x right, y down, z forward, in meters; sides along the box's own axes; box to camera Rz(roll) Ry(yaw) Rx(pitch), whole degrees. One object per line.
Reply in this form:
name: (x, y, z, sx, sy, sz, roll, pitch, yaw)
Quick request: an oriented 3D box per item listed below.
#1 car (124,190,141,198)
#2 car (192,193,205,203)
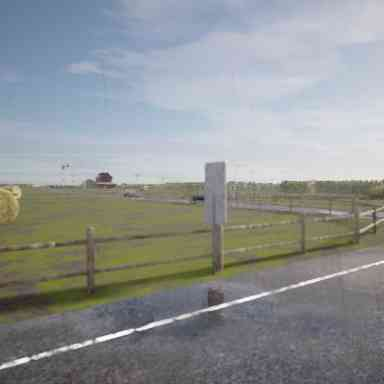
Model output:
car: (-10.828, 0.363, 60.322, 1.812, 1.442, 4.674, 0, 1, -34)
car: (1.959, 0.810, 41.974, 1.895, 1.301, 4.718, 0, 1, -36)
